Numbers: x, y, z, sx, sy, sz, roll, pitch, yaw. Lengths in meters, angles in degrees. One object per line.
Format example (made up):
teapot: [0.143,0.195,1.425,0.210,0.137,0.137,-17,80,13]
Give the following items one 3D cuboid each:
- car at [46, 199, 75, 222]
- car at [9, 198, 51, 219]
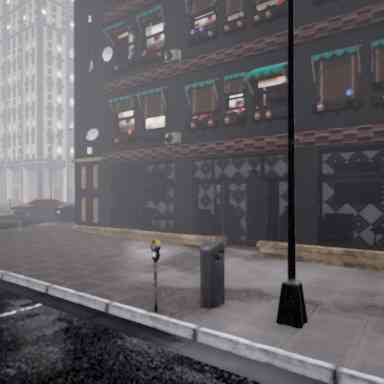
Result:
car: [-7.273,1.267,22.840,1.947,1.339,4.313,1,1,35]
car: [-11.910,1.246,26.331,1.812,1.442,4.674,0,1,35]
